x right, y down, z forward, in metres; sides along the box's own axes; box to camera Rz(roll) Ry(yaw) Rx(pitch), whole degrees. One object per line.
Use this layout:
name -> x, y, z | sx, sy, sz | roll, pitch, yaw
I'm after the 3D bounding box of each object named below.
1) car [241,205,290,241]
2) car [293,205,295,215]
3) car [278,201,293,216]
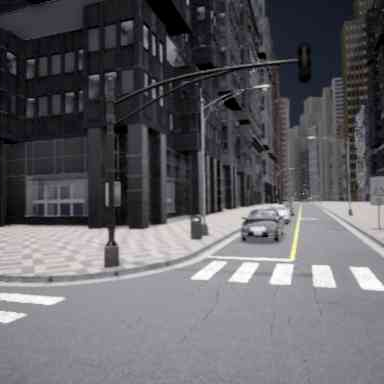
car -> 3.805, 1.654, 17.656 | 2.128, 1.511, 4.902 | -2, -1, 19
car -> 10.247, 1.823, 36.704 | 1.837, 1.490, 4.892 | -2, -1, 19
car -> 6.923, 1.760, 26.973 | 1.812, 1.442, 4.674 | -2, -1, 19
